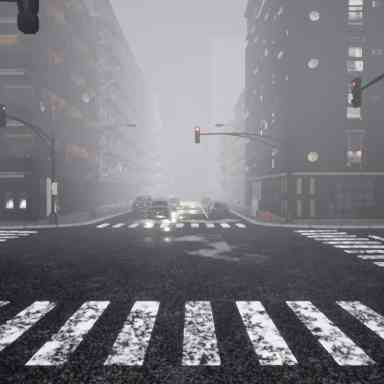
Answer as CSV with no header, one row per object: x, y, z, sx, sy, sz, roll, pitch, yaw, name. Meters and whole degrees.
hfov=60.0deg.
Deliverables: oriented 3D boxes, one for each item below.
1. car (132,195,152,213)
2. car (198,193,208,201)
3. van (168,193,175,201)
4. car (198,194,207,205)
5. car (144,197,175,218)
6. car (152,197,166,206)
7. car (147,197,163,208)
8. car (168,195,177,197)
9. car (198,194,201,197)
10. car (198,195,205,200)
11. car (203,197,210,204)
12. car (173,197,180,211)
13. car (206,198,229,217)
-5.322,1.304,37.064,2.192,1.841,5.009,-1,0,0,car
2.567,1.282,81.317,2.192,1.841,5.009,-1,0,0,car
-5.311,1.304,86.899,1.690,1.788,3.998,-1,0,0,van
2.566,1.524,59.160,1.887,1.381,4.507,-1,0,0,car
-2.837,1.498,29.721,1.837,1.490,4.892,0,0,0,car
-5.315,1.564,53.676,1.802,1.307,4.206,-1,0,0,car
-5.317,1.509,47.968,1.752,1.417,4.829,-1,0,0,car
-2.764,1.530,50.948,2.033,1.411,5.357,0,0,1,car
2.570,1.552,75.778,1.802,1.307,4.206,-1,0,0,car
2.573,1.541,92.395,1.802,1.307,4.206,-1,0,0,car
2.562,1.539,37.003,2.008,1.369,4.403,-1,0,0,car
-2.831,1.588,40.296,1.895,1.301,4.718,0,0,0,car
2.561,1.573,31.464,1.802,1.307,4.206,-1,0,0,car
